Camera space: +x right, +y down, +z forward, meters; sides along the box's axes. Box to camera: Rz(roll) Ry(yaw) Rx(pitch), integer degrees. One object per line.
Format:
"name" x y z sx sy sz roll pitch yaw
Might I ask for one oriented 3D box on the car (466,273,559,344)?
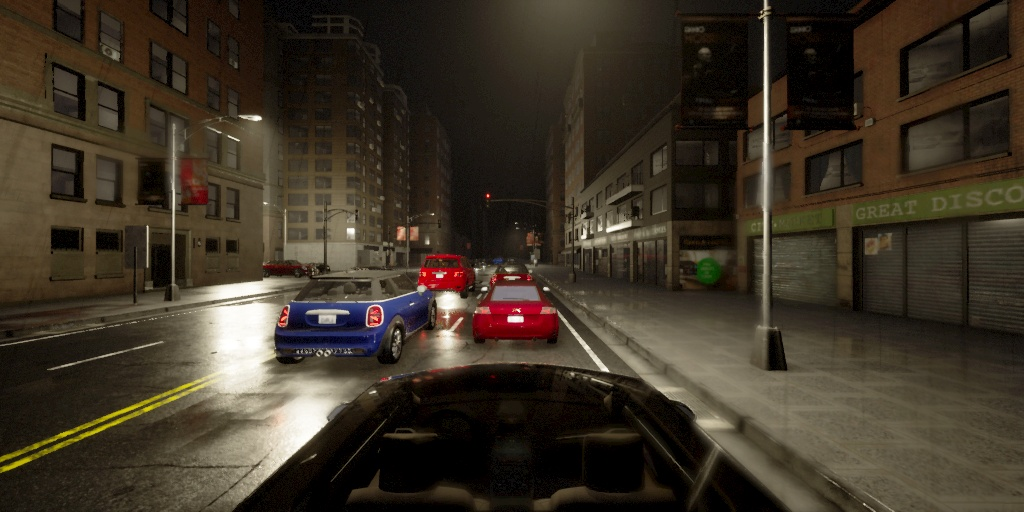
"car" 0.092 1.315 9.633 1.994 1.385 4.181 0 0 0

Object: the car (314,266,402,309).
"car" -6.602 1.257 16.045 1.837 1.490 4.892 0 0 0

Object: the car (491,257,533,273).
"car" 0.000 1.104 18.251 2.097 1.767 4.553 0 0 0

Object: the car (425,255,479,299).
"car" -3.150 0.974 18.288 2.150 2.045 5.566 0 0 0

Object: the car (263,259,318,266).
"car" -20.793 1.102 33.570 4.553 1.767 2.097 0 0 2

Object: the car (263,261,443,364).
"car" -3.147 1.102 8.249 2.097 1.767 4.553 0 0 0

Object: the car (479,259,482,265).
"car" -6.578 1.279 60.113 1.837 1.490 4.892 0 0 0
